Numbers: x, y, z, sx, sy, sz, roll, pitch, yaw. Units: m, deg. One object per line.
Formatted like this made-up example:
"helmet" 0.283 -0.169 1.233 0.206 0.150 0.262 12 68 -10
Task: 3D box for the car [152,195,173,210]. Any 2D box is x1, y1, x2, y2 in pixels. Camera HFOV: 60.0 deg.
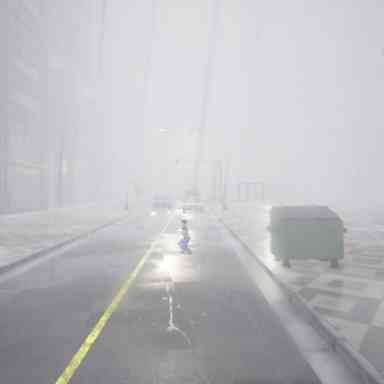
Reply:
"car" -3.059 1.053 35.057 1.882 1.535 5.008 0 0 1

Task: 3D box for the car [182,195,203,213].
"car" 0.083 1.224 31.126 1.895 1.301 4.718 0 1 0

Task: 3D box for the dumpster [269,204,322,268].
"dumpster" 3.121 1.270 10.277 1.020 1.700 1.940 -1 0 0

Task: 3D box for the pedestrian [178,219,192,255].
"pedestrian" -0.186 1.437 11.051 0.375 1.300 0.375 1 0 -10

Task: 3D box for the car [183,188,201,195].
"car" -0.006 0.693 42.923 2.150 2.045 5.566 0 1 0
